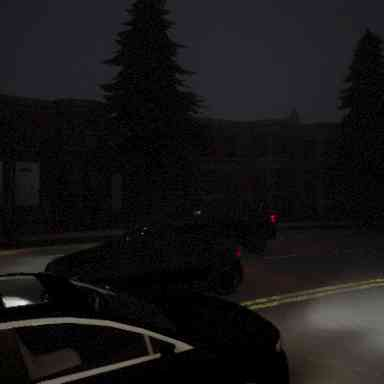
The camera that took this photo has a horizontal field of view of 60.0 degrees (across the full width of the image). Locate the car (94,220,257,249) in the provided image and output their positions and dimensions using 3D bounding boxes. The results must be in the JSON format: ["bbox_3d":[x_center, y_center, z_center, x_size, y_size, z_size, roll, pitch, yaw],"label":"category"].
[{"bbox_3d":[-0.939,1.515,7.126,4.181,1.385,1.994,0,0,-29],"label":"car"}]

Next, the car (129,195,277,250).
[{"bbox_3d":[0.417,1.148,11.898,5.566,2.045,2.150,0,0,-26],"label":"car"}]

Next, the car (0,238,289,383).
[{"bbox_3d":[-1.296,1.469,2.643,4.902,1.511,2.128,0,0,-34],"label":"car"}]
